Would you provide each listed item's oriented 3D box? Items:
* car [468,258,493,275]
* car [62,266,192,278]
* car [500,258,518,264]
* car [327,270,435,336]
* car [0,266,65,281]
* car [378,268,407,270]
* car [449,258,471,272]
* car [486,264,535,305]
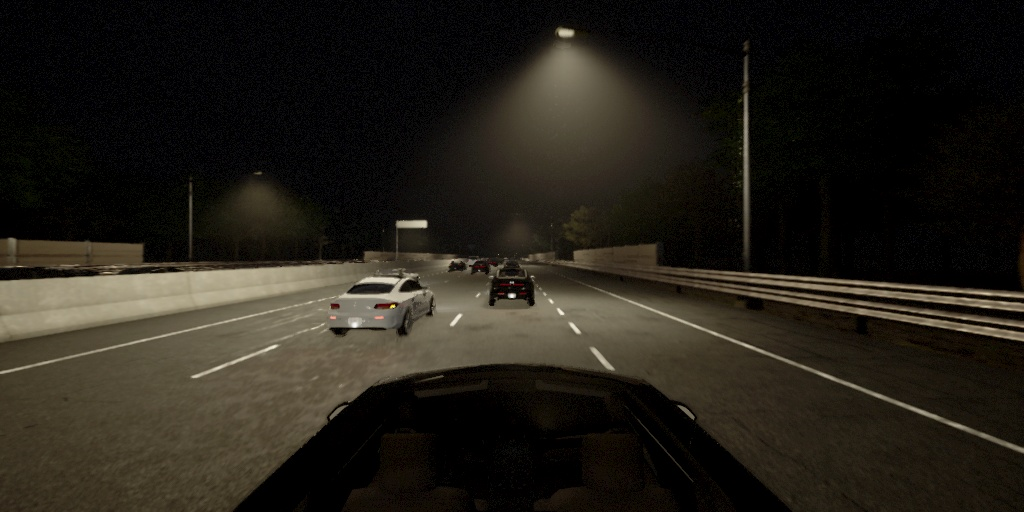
[{"bbox_3d":[-3.509,1.313,40.894,1.837,1.490,4.892,0,0,0],"label":"car"},{"bbox_3d":[-17.600,1.275,17.288,1.837,1.490,4.892,0,0,0],"label":"car"},{"bbox_3d":[-0.010,1.300,41.724,2.128,1.511,4.902,0,0,0],"label":"car"},{"bbox_3d":[-3.501,1.287,10.301,1.812,1.442,4.674,0,0,0],"label":"car"},{"bbox_3d":[-21.100,1.245,15.029,1.882,1.535,5.008,0,0,0],"label":"car"},{"bbox_3d":[-7.005,1.377,21.387,1.895,1.301,4.718,0,0,0],"label":"car"},{"bbox_3d":[-7.010,1.309,46.870,2.128,1.511,4.902,0,0,0],"label":"car"},{"bbox_3d":[-0.003,1.275,16.232,1.837,1.490,4.892,0,0,0],"label":"car"}]
